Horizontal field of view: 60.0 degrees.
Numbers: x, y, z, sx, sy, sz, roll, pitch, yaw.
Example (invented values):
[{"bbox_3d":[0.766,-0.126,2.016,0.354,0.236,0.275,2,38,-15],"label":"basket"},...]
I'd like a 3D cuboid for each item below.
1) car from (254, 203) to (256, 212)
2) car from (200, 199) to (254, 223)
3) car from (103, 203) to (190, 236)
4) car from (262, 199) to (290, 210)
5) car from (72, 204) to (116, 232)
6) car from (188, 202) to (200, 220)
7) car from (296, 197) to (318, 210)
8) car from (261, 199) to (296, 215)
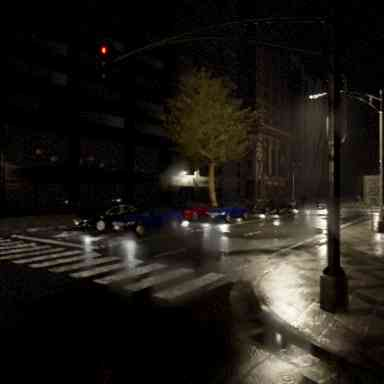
[{"bbox_3d":[5.126,1.510,34.917,1.812,1.442,4.674,0,0,36],"label":"car"},{"bbox_3d":[2.859,1.524,26.140,1.812,1.442,4.674,0,0,35],"label":"car"},{"bbox_3d":[-2.416,1.538,18.721,1.812,1.442,4.674,0,0,37],"label":"car"},{"bbox_3d":[10.991,1.573,43.113,1.895,1.301,4.718,0,0,36],"label":"car"},{"bbox_3d":[-5.030,1.515,20.636,1.837,1.490,4.892,0,0,37],"label":"car"},{"bbox_3d":[0.112,1.561,27.899,1.994,1.385,4.181,0,0,34],"label":"car"},{"bbox_3d":[14.859,1.477,42.913,1.837,1.490,4.892,0,0,36],"label":"car"},{"bbox_3d":[8.825,1.489,34.508,1.837,1.490,4.892,0,0,36],"label":"car"}]
